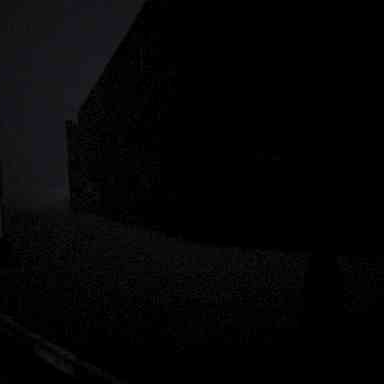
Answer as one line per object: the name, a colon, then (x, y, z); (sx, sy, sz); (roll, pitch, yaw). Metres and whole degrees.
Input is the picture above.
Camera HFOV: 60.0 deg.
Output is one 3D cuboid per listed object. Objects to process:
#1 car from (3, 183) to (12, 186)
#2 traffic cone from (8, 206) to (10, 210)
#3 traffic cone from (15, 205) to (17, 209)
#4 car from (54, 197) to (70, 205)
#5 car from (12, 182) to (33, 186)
car: (-46.692, -1.771, 79.429); (2.231, 1.521, 4.892); (-6, -3, 34)
traffic cone: (-26.834, 2.283, 48.685); (0.340, 0.580, 0.340); (-4, 0, -6)
traffic cone: (-25.845, 2.209, 48.793); (0.340, 0.580, 0.340); (-4, 0, -6)
car: (-25.321, 1.806, 66.396); (1.837, 1.490, 4.892); (-5, -1, 18)
car: (-43.681, -1.707, 84.089); (2.002, 1.452, 4.674); (-6, -4, 33)
